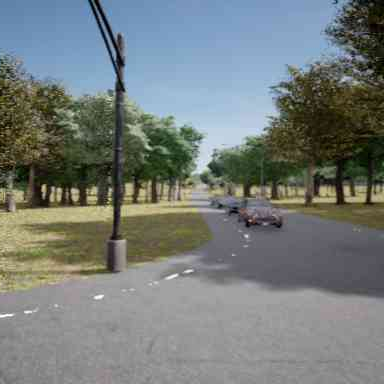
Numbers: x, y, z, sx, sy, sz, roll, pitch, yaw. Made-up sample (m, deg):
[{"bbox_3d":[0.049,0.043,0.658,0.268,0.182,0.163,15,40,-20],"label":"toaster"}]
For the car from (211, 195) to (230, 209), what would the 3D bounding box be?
[{"bbox_3d":[3.785,1.286,39.385,2.033,1.411,5.357,1,0,-1],"label":"car"}]

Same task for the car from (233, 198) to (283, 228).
[{"bbox_3d":[4.081,1.164,20.569,2.097,1.767,4.553,1,0,0],"label":"car"}]

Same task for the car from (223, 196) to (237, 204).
[{"bbox_3d":[6.966,1.514,61.783,1.994,1.385,4.181,1,-1,-1],"label":"car"}]

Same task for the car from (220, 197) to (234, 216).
[{"bbox_3d":[3.954,1.372,29.577,1.895,1.301,4.718,1,0,-1],"label":"car"}]
